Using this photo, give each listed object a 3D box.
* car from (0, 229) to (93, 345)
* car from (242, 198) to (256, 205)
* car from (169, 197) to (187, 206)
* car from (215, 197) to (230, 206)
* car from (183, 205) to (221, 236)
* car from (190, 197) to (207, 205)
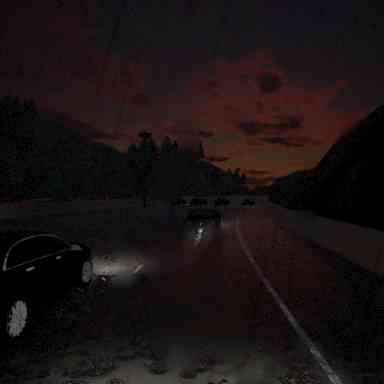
[{"bbox_3d":[-3.428,1.474,6.339,1.837,1.490,4.892,0,0,2],"label":"car"},{"bbox_3d":[10.674,1.789,62.446,1.994,1.385,4.181,1,0,20],"label":"car"},{"bbox_3d":[-2.316,1.549,56.566,2.128,1.511,4.902,0,0,18],"label":"car"},{"bbox_3d":[5.283,1.657,57.498,1.837,1.490,4.892,-1,0,19],"label":"car"},{"bbox_3d":[0.707,1.638,18.836,1.895,1.301,4.718,1,0,6],"label":"car"},{"bbox_3d":[1.164,1.604,55.999,1.837,1.490,4.892,-1,0,18],"label":"car"}]
